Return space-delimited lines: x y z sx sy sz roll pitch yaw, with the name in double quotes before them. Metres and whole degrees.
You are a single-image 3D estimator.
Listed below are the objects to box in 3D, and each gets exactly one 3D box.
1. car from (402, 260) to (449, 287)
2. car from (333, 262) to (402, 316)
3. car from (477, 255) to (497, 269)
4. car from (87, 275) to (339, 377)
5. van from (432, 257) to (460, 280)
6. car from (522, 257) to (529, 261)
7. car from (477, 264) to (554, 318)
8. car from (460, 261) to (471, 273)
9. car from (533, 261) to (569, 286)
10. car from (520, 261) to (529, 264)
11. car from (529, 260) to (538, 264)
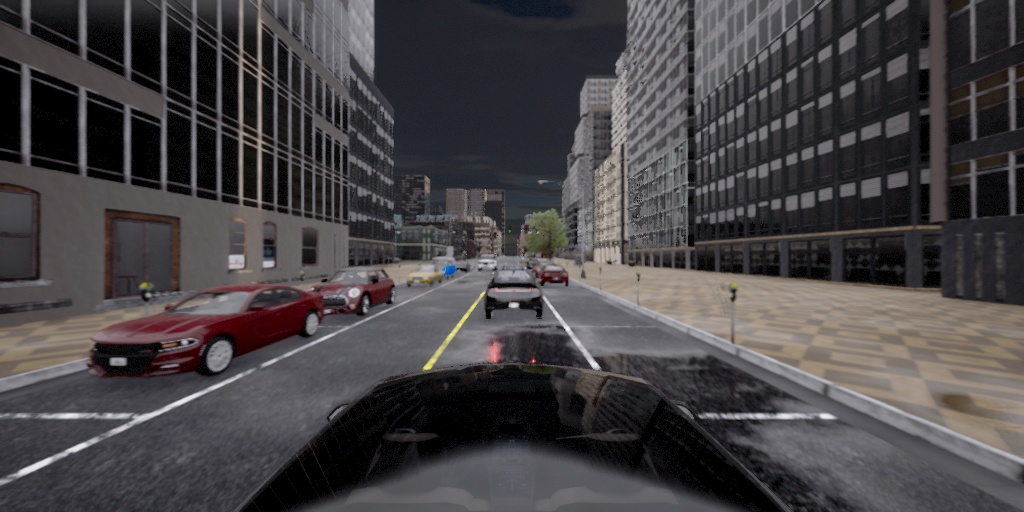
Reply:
"car" -5.687 1.198 23.875 1.751 1.417 4.829 0 0 0
"car" -5.688 1.151 12.967 1.967 1.591 4.097 0 0 0
"car" -3.059 0.825 44.791 2.150 2.045 5.566 0 0 0
"car" -5.689 1.275 7.427 1.888 1.381 4.507 0 0 0
"van" -5.686 0.995 29.584 1.690 1.789 3.998 0 0 0
"car" 2.697 1.162 46.201 1.948 1.339 4.313 0 0 0
"car" 0.068 1.202 12.711 2.128 1.511 4.902 0 0 0
"car" -5.684 1.181 40.662 1.948 1.339 4.313 0 0 0
"car" 2.694 1.218 24.044 1.888 1.381 4.507 0 0 0
"car" 0.066 1.264 26.826 1.895 1.301 4.718 0 0 0
"car" 2.695 1.094 29.583 1.967 1.591 4.097 0 0 0
